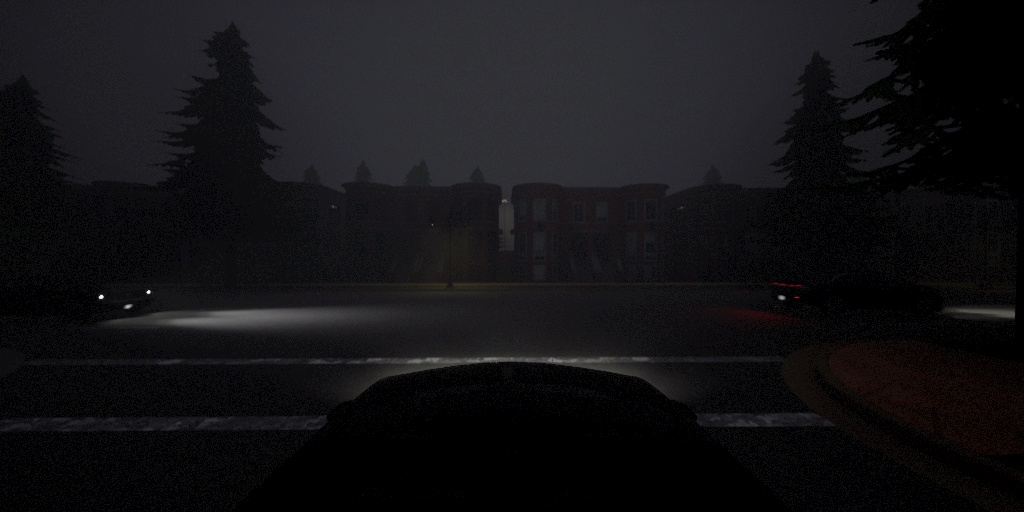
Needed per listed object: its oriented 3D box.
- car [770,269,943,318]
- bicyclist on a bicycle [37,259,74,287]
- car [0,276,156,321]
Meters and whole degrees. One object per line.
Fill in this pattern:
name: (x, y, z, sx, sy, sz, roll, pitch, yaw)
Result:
car: (11.617, 1.205, 12.237, 4.902, 1.511, 2.128, 0, 0, 0)
bicyclist on a bicycle: (-25.683, 0.999, 20.204, 0.582, 1.620, 1.656, 0, 0, -1)
car: (-14.546, 1.314, 11.483, 4.718, 1.301, 1.895, 0, 0, -1)
